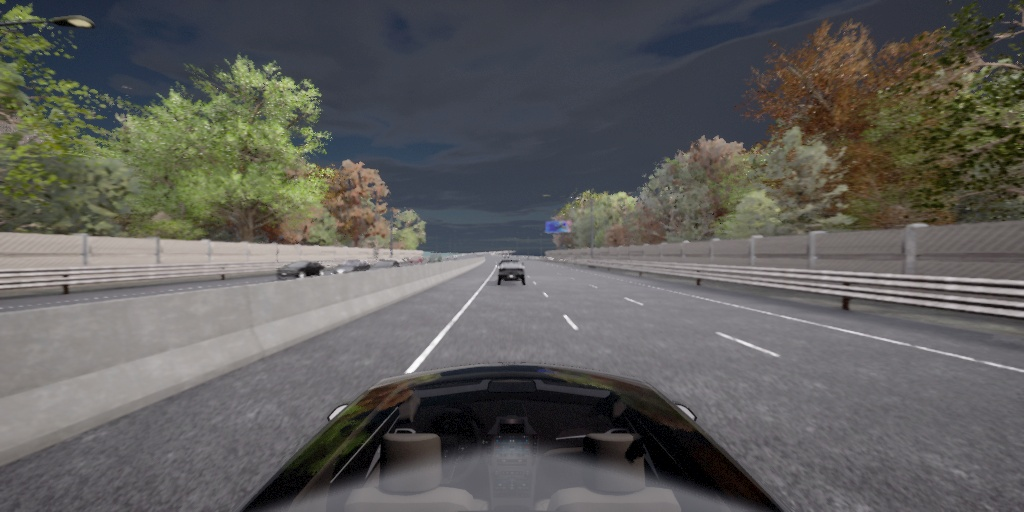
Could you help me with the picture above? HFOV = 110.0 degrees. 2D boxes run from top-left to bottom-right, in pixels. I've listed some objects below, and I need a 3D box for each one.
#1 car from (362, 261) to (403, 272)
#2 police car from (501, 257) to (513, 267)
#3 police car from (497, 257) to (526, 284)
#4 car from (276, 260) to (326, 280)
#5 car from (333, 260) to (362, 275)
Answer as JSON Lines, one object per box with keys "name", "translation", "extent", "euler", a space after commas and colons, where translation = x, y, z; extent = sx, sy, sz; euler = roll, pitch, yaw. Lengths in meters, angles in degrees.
{"name": "car", "translation": [-10.813, 1.154, 30.948], "extent": [1.837, 1.490, 4.892], "euler": [0, 0, -1]}
{"name": "police car", "translation": [-0.868, 0.948, 58.702], "extent": [1.930, 1.638, 5.238], "euler": [0, 0, -1]}
{"name": "police car", "translation": [-0.064, 1.081, 25.649], "extent": [1.930, 1.638, 5.238], "euler": [0, 0, -1]}
{"name": "car", "translation": [-17.805, 1.135, 30.467], "extent": [1.882, 1.535, 5.008], "euler": [0, 0, -1]}
{"name": "car", "translation": [-14.335, 1.139, 32.387], "extent": [2.128, 1.511, 4.902], "euler": [0, 0, -1]}
